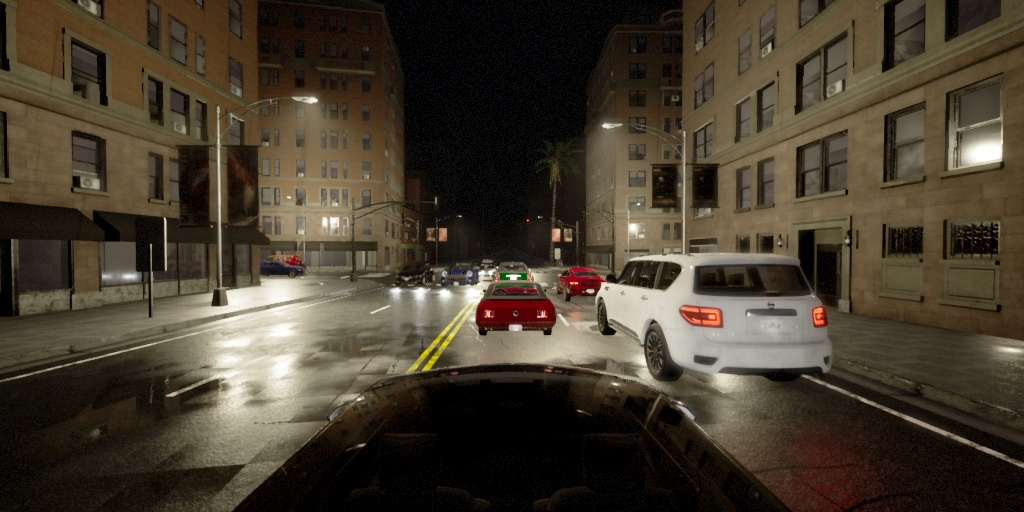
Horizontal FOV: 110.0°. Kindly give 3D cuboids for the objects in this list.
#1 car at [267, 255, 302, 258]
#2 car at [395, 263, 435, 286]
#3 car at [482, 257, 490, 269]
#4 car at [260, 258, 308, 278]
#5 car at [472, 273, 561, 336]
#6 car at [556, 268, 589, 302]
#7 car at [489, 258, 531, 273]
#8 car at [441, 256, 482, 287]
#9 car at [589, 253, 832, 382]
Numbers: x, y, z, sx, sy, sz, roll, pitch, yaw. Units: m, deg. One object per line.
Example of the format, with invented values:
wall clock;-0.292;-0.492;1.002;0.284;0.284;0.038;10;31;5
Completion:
car;-23.972;0.831;36.674;5.009;1.841;2.192;0;0;-9
car;-6.645;1.256;24.984;1.837;1.490;4.892;0;0;0
car;-3.455;1.229;51.335;2.128;1.511;4.902;0;0;0
car;-20.518;1.145;31.358;4.674;1.442;1.812;0;1;-9
car;0.080;1.348;10.383;1.895;1.301;4.718;0;0;0
car;3.218;1.271;16.985;1.812;1.442;4.674;0;0;0
car;-0.004;1.097;19.375;2.097;1.767;4.553;0;0;-2
car;-3.398;1.098;24.058;2.097;1.767;4.553;0;0;0
car;3.327;0.970;7.298;2.150;2.045;5.566;0;0;0
